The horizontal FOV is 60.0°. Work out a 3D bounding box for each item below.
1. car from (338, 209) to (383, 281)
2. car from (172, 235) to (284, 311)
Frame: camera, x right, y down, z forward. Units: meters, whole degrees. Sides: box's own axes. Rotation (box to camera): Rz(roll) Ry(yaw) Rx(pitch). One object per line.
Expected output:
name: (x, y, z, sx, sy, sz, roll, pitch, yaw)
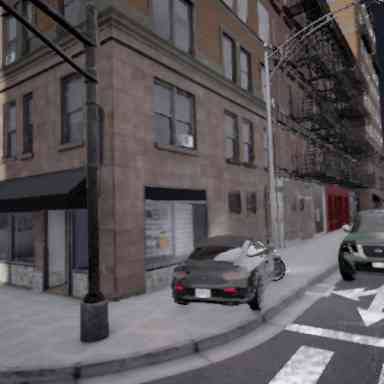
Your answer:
car: (6.431, 1.606, 10.877, 2.150, 2.045, 5.566, -4, -4, 36)
car: (1.038, 1.817, 8.423, 1.812, 1.442, 4.674, -4, -3, 21)
